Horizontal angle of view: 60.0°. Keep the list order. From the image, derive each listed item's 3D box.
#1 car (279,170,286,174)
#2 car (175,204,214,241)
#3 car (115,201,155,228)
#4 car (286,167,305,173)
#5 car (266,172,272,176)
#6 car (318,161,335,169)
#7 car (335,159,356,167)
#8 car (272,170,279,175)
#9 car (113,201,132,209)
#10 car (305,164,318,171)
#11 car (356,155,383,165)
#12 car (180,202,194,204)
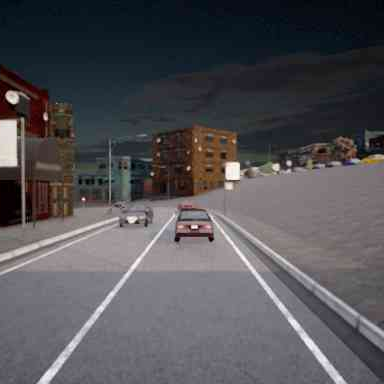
[{"bbox_3d":[21.377,-4.180,73.015,2.002,1.452,4.674,0,1,-1],"label":"car"},{"bbox_3d":[0.101,1.548,16.742,2.033,1.411,5.357,0,0,0],"label":"car"},{"bbox_3d":[-3.629,1.507,22.387,2.128,1.511,4.902,0,0,0],"label":"car"},{"bbox_3d":[21.496,-4.283,67.522,2.185,1.767,4.553,0,1,-1],"label":"car"},{"bbox_3d":[21.133,-4.469,84.207,2.185,1.767,4.553,0,1,-1],"label":"car"},{"bbox_3d":[21.862,-3.951,51.067,2.231,1.521,4.892,0,1,-1],"label":"car"},{"bbox_3d":[22.095,-3.816,45.525,2.002,1.452,4.674,0,1,-2],"label":"car"},{"bbox_3d":[21.253,-4.410,78.688,2.185,1.767,4.553,0,1,-1],"label":"car"},{"bbox_3d":[-13.324,2.511,63.676,1.837,1.490,4.892,0,-2,-32],"label":"car"},{"bbox_3d":[21.734,-4.029,56.585,2.231,1.521,4.892,0,1,-1],"label":"car"},{"bbox_3d":[22.447,-3.756,39.988,2.097,1.535,5.008,0,1,-4],"label":"car"},{"bbox_3d":[-0.693,1.805,40.095,1.895,1.301,4.718,0,-1,-8],"label":"car"}]
